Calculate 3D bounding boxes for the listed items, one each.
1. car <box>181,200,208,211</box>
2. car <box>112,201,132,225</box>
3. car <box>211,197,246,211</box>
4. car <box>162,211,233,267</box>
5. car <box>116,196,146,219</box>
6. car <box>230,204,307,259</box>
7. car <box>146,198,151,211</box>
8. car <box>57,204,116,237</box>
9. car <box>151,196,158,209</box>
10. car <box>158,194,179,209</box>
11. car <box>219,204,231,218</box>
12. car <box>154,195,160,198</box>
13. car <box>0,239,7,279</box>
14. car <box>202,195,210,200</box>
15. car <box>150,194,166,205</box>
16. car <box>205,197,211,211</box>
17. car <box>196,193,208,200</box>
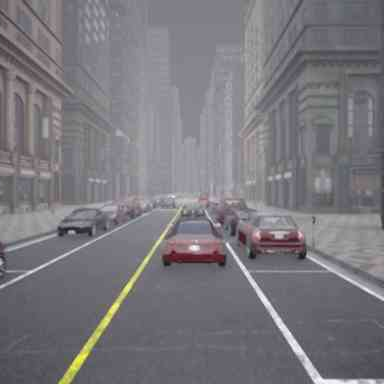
[{"bbox_3d":[0.089,1.574,27.978,1.895,1.301,4.718,0,0,0],"label":"car"},{"bbox_3d":[-5.753,1.559,23.690,1.802,1.307,4.206,0,0,0],"label":"car"},{"bbox_3d":[2.773,1.292,23.691,2.192,1.841,5.009,0,0,0],"label":"car"},{"bbox_3d":[0.079,1.552,11.408,1.994,1.385,4.181,0,0,0],"label":"car"},{"bbox_3d":[-5.751,1.287,29.291,2.192,1.841,5.009,0,0,0],"label":"car"},{"bbox_3d":[2.770,1.428,12.487,1.967,1.590,4.097,0,0,0],"label":"car"},{"bbox_3d":[-5.750,1.493,34.724,1.752,1.417,4.829,0,0,0],"label":"car"},{"bbox_3d":[-5.755,1.548,18.088,1.947,1.339,4.313,0,0,0],"label":"car"},{"bbox_3d":[-5.749,1.513,40.495,2.008,1.369,4.403,0,0,0],"label":"car"},{"bbox_3d":[-3.075,1.462,44.955,1.837,1.490,4.892,0,0,0],"label":"car"},{"bbox_3d":[2.771,1.548,18.090,1.947,1.339,4.313,0,0,0],"label":"car"},{"bbox_3d":[-5.747,1.523,46.097,1.947,1.339,4.313,0,0,0],"label":"car"},{"bbox_3d":[-5.757,1.433,6.885,1.967,1.590,4.097,0,0,0],"label":"car"},{"bbox_3d":[2.778,1.502,46.101,1.887,1.381,4.507,0,0,0],"label":"car"},{"bbox_3d":[-5.744,1.262,57.300,2.192,1.841,5.009,0,0,0],"label":"car"},{"bbox_3d":[2.775,1.518,34.896,2.008,1.369,4.403,0,0,0],"label":"car"},{"bbox_3d":[2.412,1.167,67.821,2.150,2.045,5.566,0,0,0],"label":"car"}]
